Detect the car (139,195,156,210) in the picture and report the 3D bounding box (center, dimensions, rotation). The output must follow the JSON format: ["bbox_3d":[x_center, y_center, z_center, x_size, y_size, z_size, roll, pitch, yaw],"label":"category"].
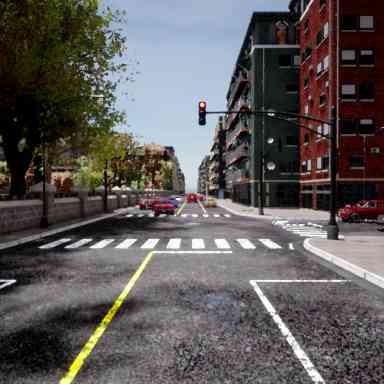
[{"bbox_3d":[-5.656,1.324,43.896,2.192,1.841,5.009,0,0,0],"label":"car"}]

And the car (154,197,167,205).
[{"bbox_3d":[-5.642,1.566,60.502,1.887,1.381,4.507,0,0,0],"label":"car"}]

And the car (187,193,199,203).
[{"bbox_3d":[0.060,1.250,69.238,2.150,2.045,5.566,0,0,0],"label":"car"}]

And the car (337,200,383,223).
[{"bbox_3d":[14.639,1.591,27.306,5.009,1.841,2.192,1,-1,0],"label":"car"}]

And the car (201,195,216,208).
[{"bbox_3d":[2.730,1.538,49.595,1.752,1.417,4.829,0,0,0],"label":"car"}]

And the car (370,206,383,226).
[{"bbox_3d":[14.826,1.850,21.414,5.357,1.411,2.033,1,0,-2],"label":"car"}]

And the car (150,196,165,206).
[{"bbox_3d":[-5.647,1.457,54.966,1.967,1.590,4.097,0,0,0],"label":"car"}]

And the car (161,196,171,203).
[{"bbox_3d":[-5.632,1.613,71.571,1.802,1.307,4.206,0,0,0],"label":"car"}]

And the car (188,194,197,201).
[{"bbox_3d":[0.068,1.306,79.598,2.097,1.767,4.553,0,0,0],"label":"car"}]

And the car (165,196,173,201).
[{"bbox_3d":[-5.623,1.623,82.642,1.802,1.307,4.206,0,0,0],"label":"car"}]

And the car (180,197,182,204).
[{"bbox_3d":[-2.967,1.552,66.906,1.812,1.442,4.674,0,0,1],"label":"car"}]

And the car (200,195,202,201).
[{"bbox_3d":[2.734,1.562,54.960,1.887,1.381,4.507,0,0,0],"label":"car"}]

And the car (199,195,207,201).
[{"bbox_3d":[2.757,1.586,82.636,1.887,1.381,4.507,0,0,0],"label":"car"}]

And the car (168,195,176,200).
[{"bbox_3d":[-5.614,1.579,93.542,1.752,1.417,4.829,0,0,0],"label":"car"}]

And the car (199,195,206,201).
[{"bbox_3d":[2.761,1.592,88.171,1.887,1.381,4.507,0,0,0],"label":"car"}]

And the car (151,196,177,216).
[{"bbox_3d":[-2.762,1.481,32.539,1.882,1.535,5.008,0,0,-5],"label":"car"}]

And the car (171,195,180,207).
[{"bbox_3d":[-3.053,1.538,48.231,1.812,1.442,4.674,0,0,0],"label":"car"}]
